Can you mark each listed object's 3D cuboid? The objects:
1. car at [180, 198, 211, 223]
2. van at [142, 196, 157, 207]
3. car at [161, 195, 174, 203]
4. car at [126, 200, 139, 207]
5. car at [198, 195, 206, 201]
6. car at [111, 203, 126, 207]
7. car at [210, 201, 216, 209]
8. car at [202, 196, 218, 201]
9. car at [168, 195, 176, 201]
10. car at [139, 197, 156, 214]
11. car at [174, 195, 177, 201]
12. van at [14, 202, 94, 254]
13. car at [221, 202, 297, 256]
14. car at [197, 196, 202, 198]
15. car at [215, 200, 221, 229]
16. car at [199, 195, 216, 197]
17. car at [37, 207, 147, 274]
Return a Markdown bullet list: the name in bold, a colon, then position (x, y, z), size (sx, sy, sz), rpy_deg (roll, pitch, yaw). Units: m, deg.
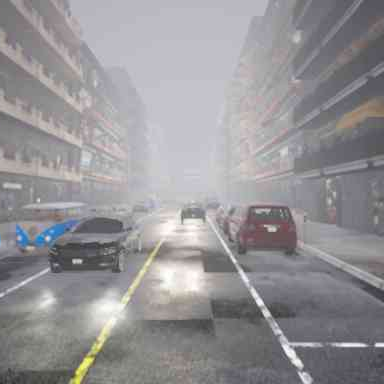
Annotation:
- **car**: position (0.092, 1.476, 25.627), size (2.128, 1.511, 4.902), rpy_deg (0, 0, 0)
- **van**: position (-5.315, 1.340, 40.847), size (1.690, 1.788, 3.998), rpy_deg (1, 0, 0)
- **car**: position (-5.327, 1.557, 68.498), size (1.752, 1.417, 4.829), rpy_deg (1, 0, 0)
- **car**: position (-5.311, 1.509, 23.984), size (1.752, 1.417, 4.829), rpy_deg (1, 0, 0)
- **car**: position (2.547, 1.585, 85.563), size (1.752, 1.417, 4.829), rpy_deg (1, 0, 0)
- **car**: position (-5.310, 1.532, 18.592), size (2.008, 1.369, 4.403), rpy_deg (1, 0, 0)
- **car**: position (2.568, 1.565, 24.190), size (1.802, 1.307, 4.206), rpy_deg (1, 0, 0)
- **car**: position (2.562, 1.565, 40.881), size (1.947, 1.339, 4.313), rpy_deg (1, 0, 0)
- **car**: position (-5.334, 1.512, 90.924), size (1.967, 1.590, 4.097), rpy_deg (1, 0, 0)
- **car**: position (-5.316, 1.544, 35.283), size (2.008, 1.369, 4.403), rpy_deg (1, 0, 0)
- **car**: position (-5.332, 1.615, 79.795), size (1.947, 1.339, 4.313), rpy_deg (1, 0, 0)
- **van**: position (-5.304, 1.321, 13.026), size (1.690, 1.788, 3.998), rpy_deg (1, 0, 0)
- **car**: position (2.576, 1.295, 13.065), size (2.192, 1.841, 5.009), rpy_deg (1, 0, 0)
- **car**: position (0.086, 1.564, 41.393), size (1.994, 1.385, 4.181), rpy_deg (0, 0, 0)
- **car**: position (2.571, 1.421, 18.629), size (1.967, 1.590, 4.097), rpy_deg (1, 0, 0)
- **car**: position (2.564, 1.320, 46.446), size (2.192, 1.841, 5.009), rpy_deg (1, 0, 0)
- **car**: position (-2.847, 1.460, 10.762), size (1.882, 1.535, 5.008), rpy_deg (0, 0, 0)
